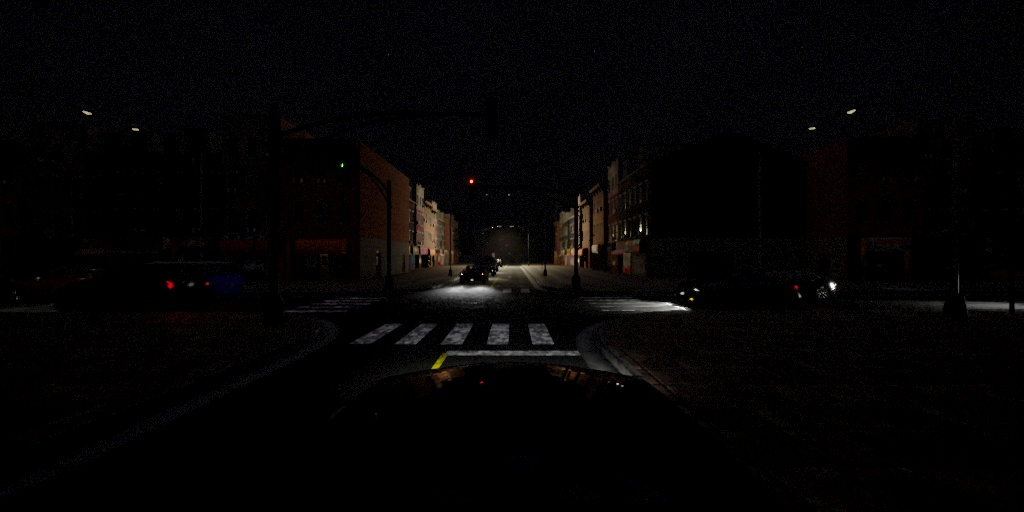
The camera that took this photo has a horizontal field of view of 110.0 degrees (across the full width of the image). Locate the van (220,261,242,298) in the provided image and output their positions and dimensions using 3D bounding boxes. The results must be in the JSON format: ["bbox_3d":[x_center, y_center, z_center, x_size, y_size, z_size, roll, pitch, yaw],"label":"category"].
[{"bbox_3d":[-14.711,1.121,16.411,3.998,1.789,1.690,0,0,0],"label":"van"}]

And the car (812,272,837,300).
[{"bbox_3d":[12.291,1.264,16.480,4.403,1.370,2.007,0,0,0],"label":"car"}]

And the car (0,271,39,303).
[{"bbox_3d":[-20.186,1.236,16.397,4.097,1.591,1.967,0,0,0],"label":"car"}]

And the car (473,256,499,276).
[{"bbox_3d":[-2.774,0.986,37.161,2.150,2.045,5.566,0,0,0],"label":"car"}]

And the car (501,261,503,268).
[{"bbox_3d":[-2.612,1.305,62.926,2.128,1.511,4.902,0,0,0],"label":"car"}]

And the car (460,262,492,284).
[{"bbox_3d":[-2.794,1.360,27.295,1.895,1.301,4.718,0,0,0],"label":"car"}]

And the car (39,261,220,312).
[{"bbox_3d":[-14.539,1.130,13.874,4.553,1.767,2.097,0,0,0],"label":"car"}]

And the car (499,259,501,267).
[{"bbox_3d":[-2.742,1.275,47.310,1.837,1.490,4.892,0,0,0],"label":"car"}]

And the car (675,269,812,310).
[{"bbox_3d":[8.704,1.284,14.048,4.181,1.385,1.994,0,0,2],"label":"car"}]
